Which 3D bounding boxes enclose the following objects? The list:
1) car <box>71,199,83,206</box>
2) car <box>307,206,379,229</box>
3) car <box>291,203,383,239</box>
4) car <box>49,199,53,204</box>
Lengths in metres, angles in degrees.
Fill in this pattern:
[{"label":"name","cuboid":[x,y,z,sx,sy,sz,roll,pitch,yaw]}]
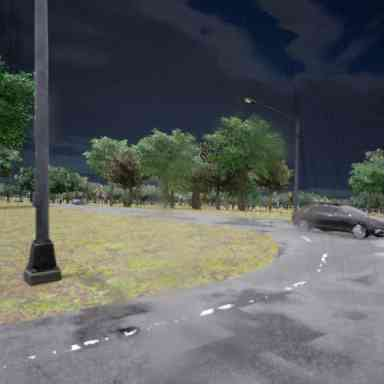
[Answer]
[{"label":"car","cuboid":[-26.611,2.408,77.008,1.812,1.442,4.674,4,-3,-35]},{"label":"car","cuboid":[10.616,1.763,23.683,1.994,1.385,4.181,4,-3,-35]},{"label":"car","cuboid":[7.234,1.352,16.336,1.837,1.490,4.892,2,-1,-35]},{"label":"car","cuboid":[-37.443,2.421,86.355,1.812,1.442,4.674,4,-3,-33]}]
